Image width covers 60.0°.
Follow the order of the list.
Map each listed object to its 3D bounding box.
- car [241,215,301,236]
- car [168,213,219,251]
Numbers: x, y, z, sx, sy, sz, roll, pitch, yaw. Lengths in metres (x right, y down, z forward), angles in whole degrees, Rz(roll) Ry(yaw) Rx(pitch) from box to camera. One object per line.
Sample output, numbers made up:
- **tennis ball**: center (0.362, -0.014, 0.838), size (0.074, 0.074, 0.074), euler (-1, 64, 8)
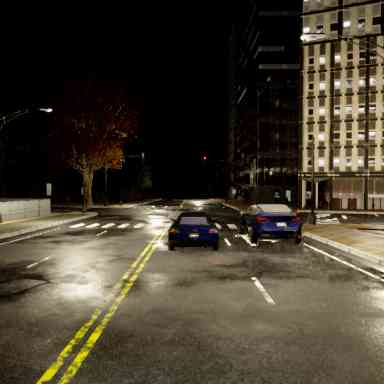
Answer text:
- **car**: center (3.223, 1.221, 14.341), size (2.163, 1.488, 4.792), euler (0, 0, 0)
- **car**: center (0.067, 1.562, 14.126), size (1.994, 1.385, 4.181), euler (0, 0, 0)
